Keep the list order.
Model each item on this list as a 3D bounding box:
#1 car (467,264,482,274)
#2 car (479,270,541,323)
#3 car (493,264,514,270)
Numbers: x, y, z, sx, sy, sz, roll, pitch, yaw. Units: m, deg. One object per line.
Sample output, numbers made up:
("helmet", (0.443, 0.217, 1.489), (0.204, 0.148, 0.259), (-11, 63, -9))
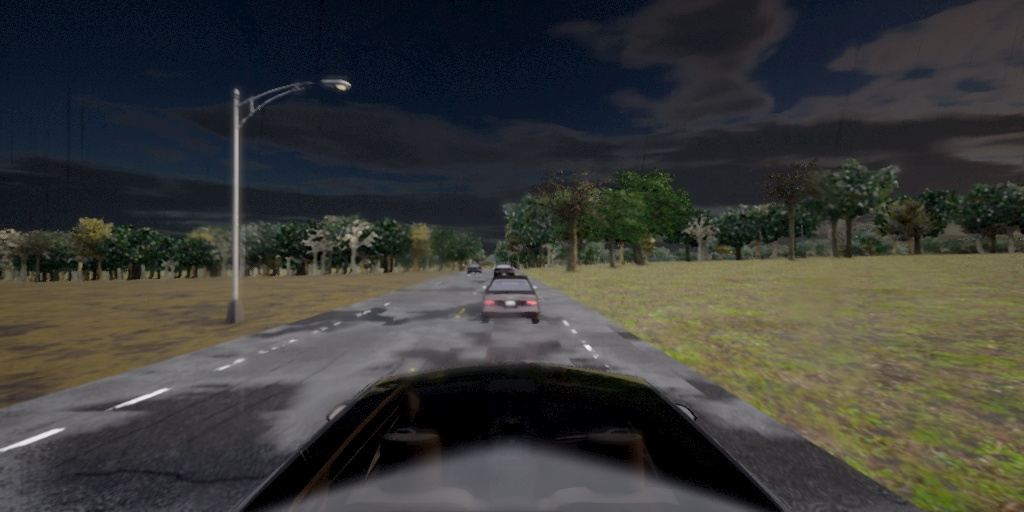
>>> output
("car", (-5.088, 1.758, 49.130), (2.033, 1.411, 5.357), (0, -1, -2))
("car", (-0.066, 1.382, 12.499), (2.033, 1.411, 5.357), (0, 0, -1))
("car", (-0.806, 1.474, 34.349), (1.882, 1.535, 5.008), (0, -1, -2))
